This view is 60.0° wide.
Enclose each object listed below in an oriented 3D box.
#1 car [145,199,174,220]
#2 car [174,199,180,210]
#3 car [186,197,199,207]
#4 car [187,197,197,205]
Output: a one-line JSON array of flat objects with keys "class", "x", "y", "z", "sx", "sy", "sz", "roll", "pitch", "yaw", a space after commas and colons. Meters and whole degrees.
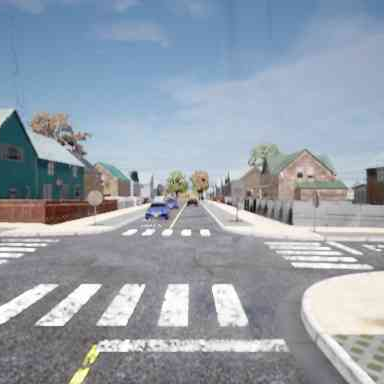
[{"class": "car", "x": -2.830, "y": 1.572, "z": 28.344, "sx": 1.812, "sy": 1.442, "sz": 4.674, "roll": 0, "pitch": 0, "yaw": 0}, {"class": "car", "x": -2.811, "y": 1.661, "z": 45.801, "sx": 1.812, "sy": 1.442, "sz": 4.674, "roll": 0, "pitch": 0, "yaw": 0}, {"class": "car", "x": 0.086, "y": 1.720, "z": 56.207, "sx": 1.837, "sy": 1.490, "sz": 4.892, "roll": 0, "pitch": 0, "yaw": 0}, {"class": "car", "x": 0.042, "y": 1.783, "z": 66.454, "sx": 1.882, "sy": 1.535, "sz": 5.008, "roll": 0, "pitch": -1, "yaw": 0}]
